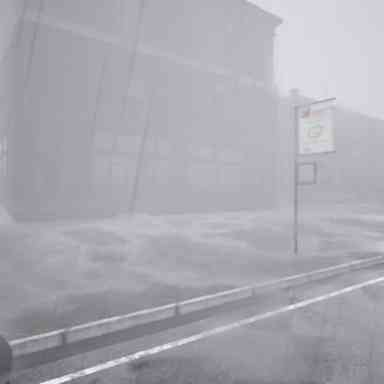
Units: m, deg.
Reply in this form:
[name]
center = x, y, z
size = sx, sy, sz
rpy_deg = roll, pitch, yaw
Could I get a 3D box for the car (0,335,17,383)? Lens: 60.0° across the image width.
[car]
center = -3.256, 1.504, 1.054
size = 4.892, 1.490, 1.837
rpy_deg = 0, 0, -35
